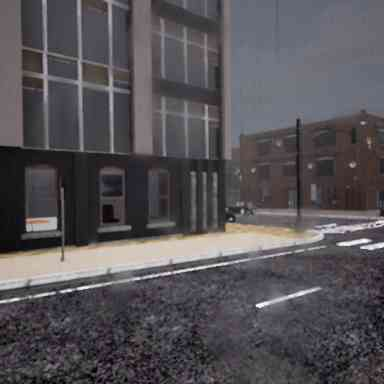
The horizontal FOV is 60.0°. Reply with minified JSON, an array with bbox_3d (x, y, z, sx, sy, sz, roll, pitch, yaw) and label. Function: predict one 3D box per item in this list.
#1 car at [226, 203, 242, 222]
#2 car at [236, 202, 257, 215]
[{"bbox_3d":[1.865,1.867,28.750,1.947,1.339,4.313,-2,0,-37],"label":"car"},{"bbox_3d":[5.463,1.820,38.354,2.008,1.369,4.403,-2,0,-37],"label":"car"}]
